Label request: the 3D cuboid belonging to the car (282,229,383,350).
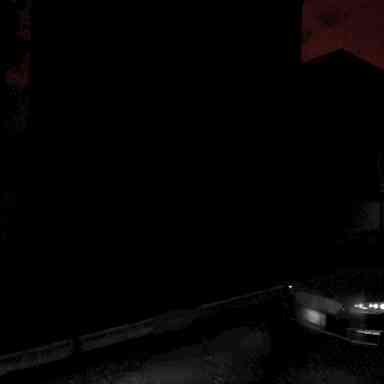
[{"bbox_3d":[3.702,1.486,6.128,4.902,1.511,2.128,0,0,-36],"label":"car"}]
